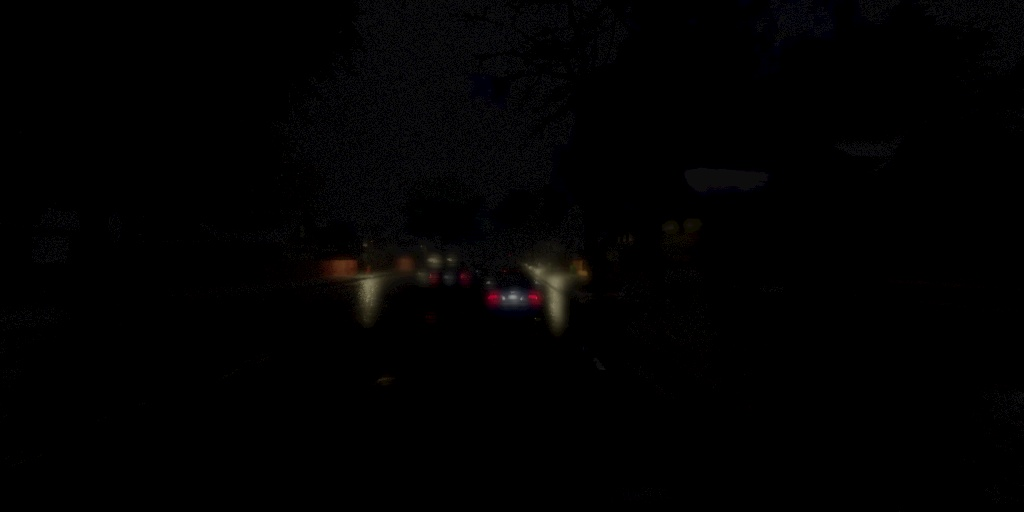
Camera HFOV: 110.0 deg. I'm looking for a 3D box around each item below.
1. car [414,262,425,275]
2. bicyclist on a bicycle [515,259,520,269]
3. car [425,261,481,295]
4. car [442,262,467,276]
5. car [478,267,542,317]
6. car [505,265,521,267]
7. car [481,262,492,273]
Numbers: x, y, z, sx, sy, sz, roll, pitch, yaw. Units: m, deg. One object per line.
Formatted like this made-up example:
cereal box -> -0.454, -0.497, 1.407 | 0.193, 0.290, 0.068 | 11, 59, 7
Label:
car -> -9.837, 1.441, 41.614 | 2.033, 1.411, 5.357 | 0, 0, 0
bicyclist on a bicycle -> 0.906, 1.357, 57.885 | 0.659, 1.776, 1.843 | 0, 0, 0
car -> -3.150, 1.146, 20.105 | 2.097, 1.767, 4.553 | 0, 0, 0
car -> -6.587, 1.441, 41.647 | 2.033, 1.411, 5.357 | 0, 0, 0
car -> 0.089, 1.322, 13.304 | 2.033, 1.411, 5.357 | 0, 0, 0
car -> 0.101, 1.446, 32.354 | 1.895, 1.301, 4.718 | 0, 0, 0
car -> -3.144, 1.361, 36.993 | 2.128, 1.511, 4.902 | 0, 0, 0
